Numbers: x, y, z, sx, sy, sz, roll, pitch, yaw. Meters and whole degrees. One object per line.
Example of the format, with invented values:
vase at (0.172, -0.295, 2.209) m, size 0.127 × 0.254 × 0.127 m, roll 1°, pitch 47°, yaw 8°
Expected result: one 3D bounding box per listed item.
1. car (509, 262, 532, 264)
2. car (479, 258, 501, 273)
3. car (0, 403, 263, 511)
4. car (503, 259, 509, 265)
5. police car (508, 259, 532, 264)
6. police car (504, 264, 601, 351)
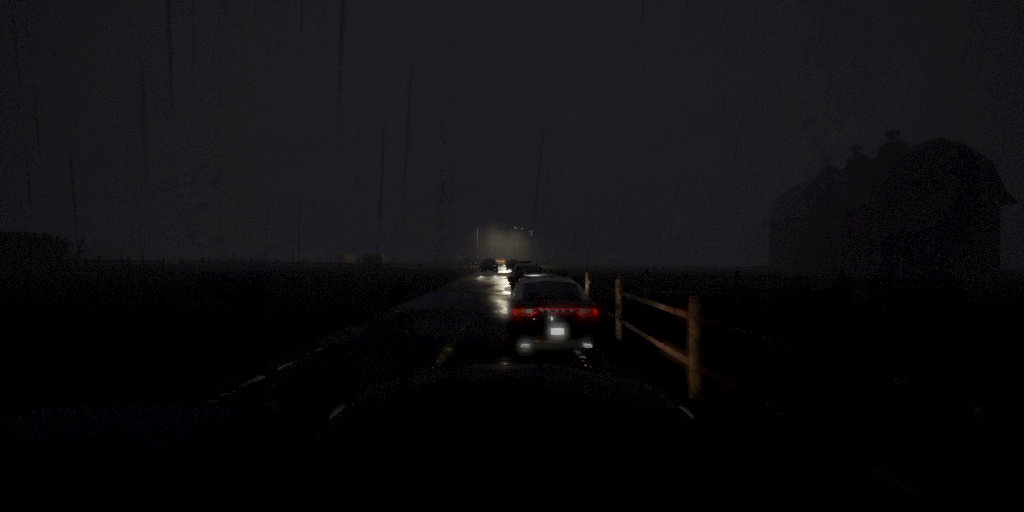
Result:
car at (0.862, 1.253, 19.030) m, size 1.837 × 1.490 × 4.892 m, roll 0°, pitch 0°, yaw 0°
car at (-2.752, 1.096, 42.849) m, size 2.097 × 1.767 × 4.553 m, roll 0°, pitch 0°, yaw 0°
car at (-2.856, 1.351, 0.504) m, size 1.895 × 1.301 × 4.718 m, roll 0°, pitch 0°, yaw 0°
car at (0.171, 1.220, 49.512) m, size 1.882 × 1.535 × 5.008 m, roll 0°, pitch 0°, yaw 0°
police car at (0.878, 1.173, 25.140) m, size 1.930 × 1.638 × 5.238 m, roll 0°, pitch 0°, yaw 0°
police car at (0.838, 1.174, 9.140) m, size 1.930 × 1.638 × 5.238 m, roll 0°, pitch 0°, yaw 0°
